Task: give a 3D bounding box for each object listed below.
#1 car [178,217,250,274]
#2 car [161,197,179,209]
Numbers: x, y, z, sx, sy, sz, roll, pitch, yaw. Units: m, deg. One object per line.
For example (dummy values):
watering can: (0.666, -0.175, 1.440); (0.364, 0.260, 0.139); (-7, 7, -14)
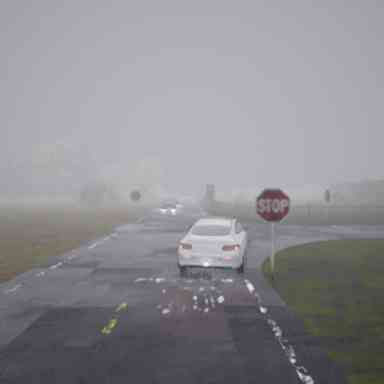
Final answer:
car: (0.816, 1.511, 10.553); (1.812, 1.442, 4.674); (0, 1, 11)
car: (-3.123, 1.583, 45.357); (1.994, 1.385, 4.181); (0, 0, -1)
